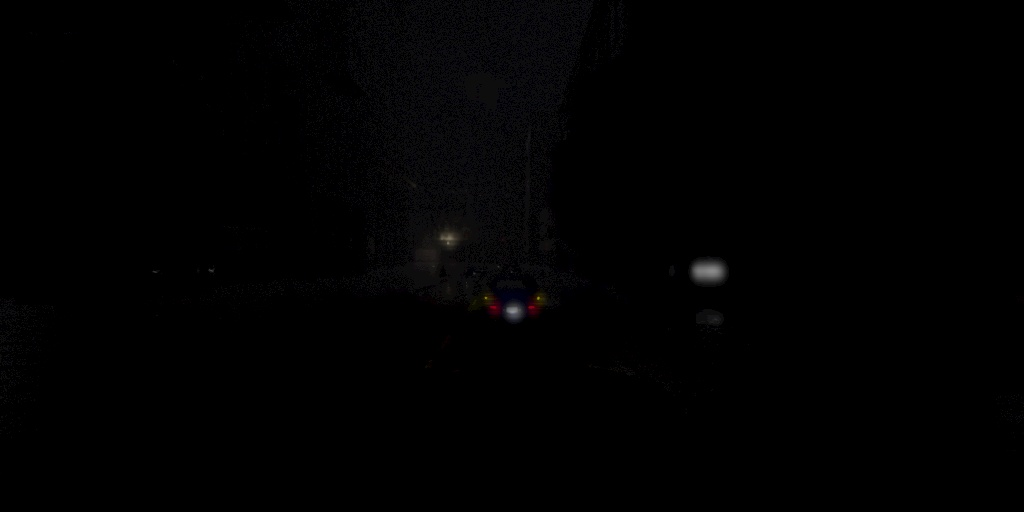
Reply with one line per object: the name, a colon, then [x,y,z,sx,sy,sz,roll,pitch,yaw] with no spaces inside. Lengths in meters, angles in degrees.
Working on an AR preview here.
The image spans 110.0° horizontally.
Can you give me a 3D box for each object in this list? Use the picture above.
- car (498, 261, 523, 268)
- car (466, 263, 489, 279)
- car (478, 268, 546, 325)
car: [0.036,1.342,34.485,2.128,1.511,4.902,0,0,0]
car: [-3.158,1.375,34.094,1.812,1.442,4.674,0,0,0]
car: [0.064,1.306,11.905,1.812,1.442,4.674,0,0,0]
